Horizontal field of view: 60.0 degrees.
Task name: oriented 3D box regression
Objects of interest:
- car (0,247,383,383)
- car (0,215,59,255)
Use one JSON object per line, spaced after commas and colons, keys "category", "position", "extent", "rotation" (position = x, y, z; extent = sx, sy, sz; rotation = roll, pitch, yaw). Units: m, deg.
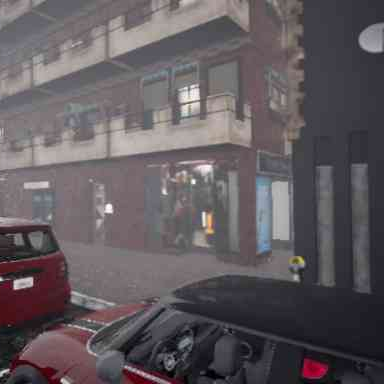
{"category": "car", "position": [0.257, 1.443, 2.709], "extent": [4.097, 1.590, 1.967], "rotation": [0, -1, 35]}
{"category": "car", "position": [-4.242, 1.334, 5.914], "extent": [5.009, 1.841, 2.192], "rotation": [0, -1, 35]}
